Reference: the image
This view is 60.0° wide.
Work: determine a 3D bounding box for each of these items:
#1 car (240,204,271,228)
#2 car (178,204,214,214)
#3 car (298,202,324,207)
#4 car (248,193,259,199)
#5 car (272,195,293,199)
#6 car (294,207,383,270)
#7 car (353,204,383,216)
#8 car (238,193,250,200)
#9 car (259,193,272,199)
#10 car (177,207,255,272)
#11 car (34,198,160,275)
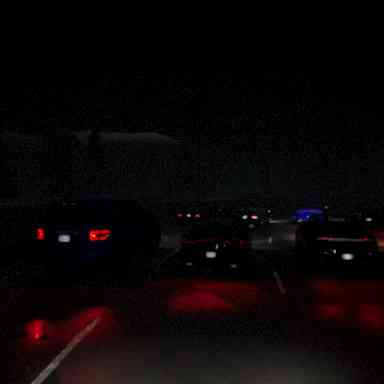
[{"bbox_3d":[4.033,1.531,22.197,2.033,1.411,5.357,0,0,22],"label":"car"},{"bbox_3d":[0.711,1.530,23.306,2.033,1.411,5.357,0,0,22],"label":"car"},{"bbox_3d":[8.710,1.459,24.155,1.882,1.535,5.008,0,0,24],"label":"car"},{"bbox_3d":[14.360,1.472,69.107,4.674,1.442,1.812,0,0,-39],"label":"car"},{"bbox_3d":[17.856,1.552,62.976,4.718,1.301,1.895,0,0,-36],"label":"car"},{"bbox_3d":[4.596,1.483,11.133,2.128,1.511,4.902,0,0,12],"label":"car"},{"bbox_3d":[11.833,1.507,22.586,1.812,1.442,4.674,0,0,24],"label":"car"},{"bbox_3d":[12.611,1.171,72.178,5.566,2.045,2.150,0,0,-36],"label":"car"},{"bbox_3d":[16.136,1.304,66.083,4.553,1.767,2.097,0,0,-36],"label":"car"},{"bbox_3d":[0.974,1.470,10.911,1.882,1.535,5.008,0,-1,12],"label":"car"},{"bbox_3d":[-2.649,1.214,10.679,2.150,2.045,5.566,0,0,9],"label":"car"}]
